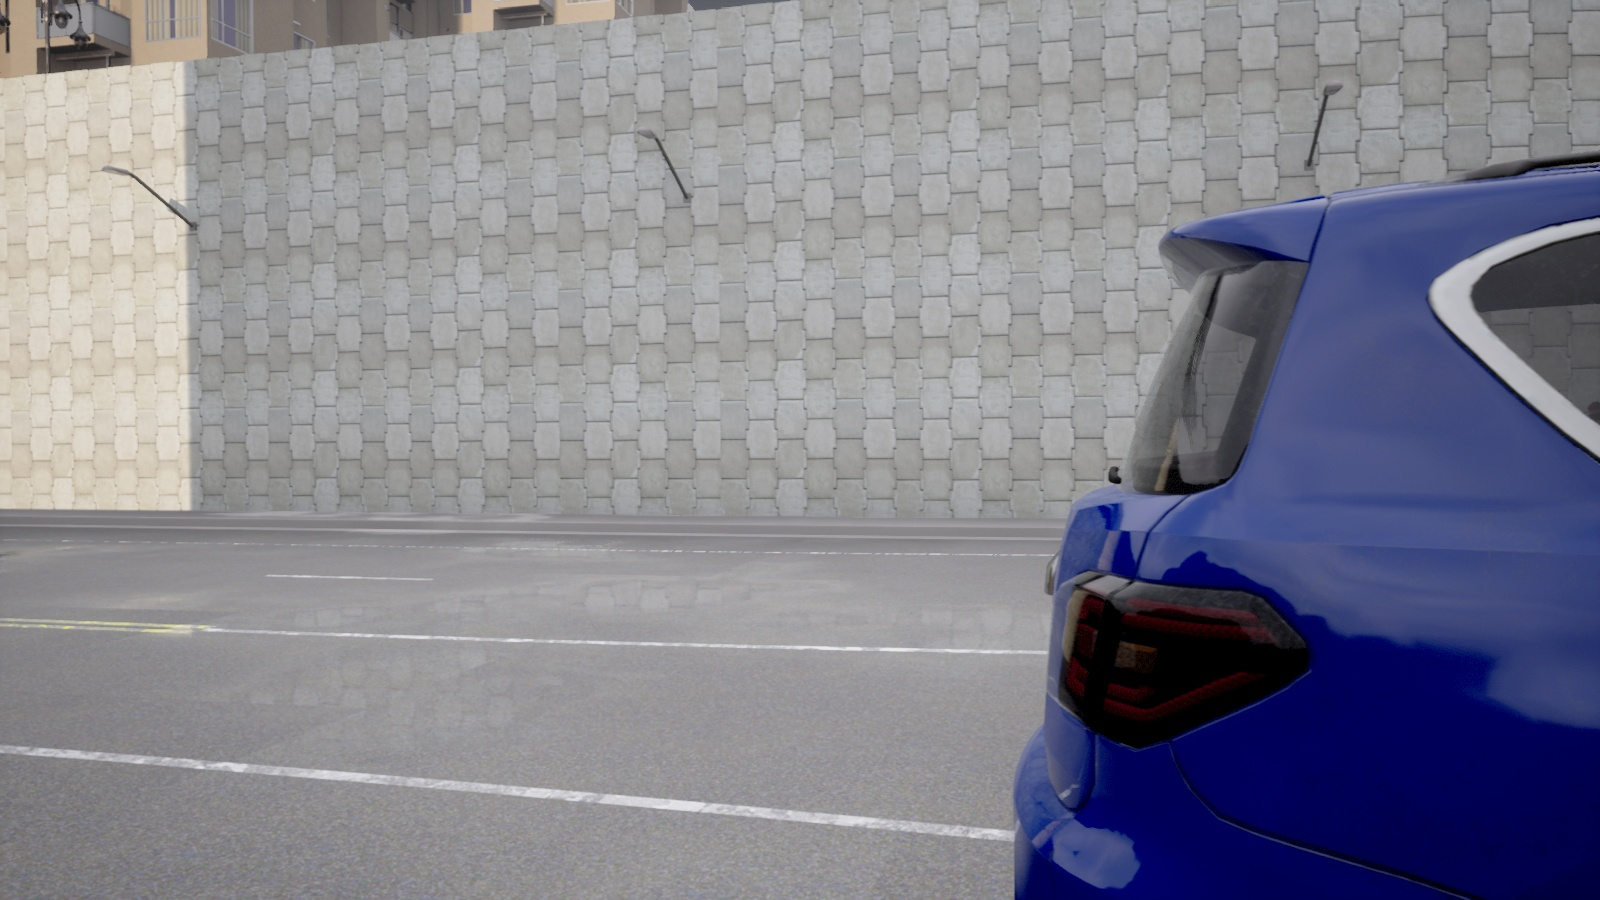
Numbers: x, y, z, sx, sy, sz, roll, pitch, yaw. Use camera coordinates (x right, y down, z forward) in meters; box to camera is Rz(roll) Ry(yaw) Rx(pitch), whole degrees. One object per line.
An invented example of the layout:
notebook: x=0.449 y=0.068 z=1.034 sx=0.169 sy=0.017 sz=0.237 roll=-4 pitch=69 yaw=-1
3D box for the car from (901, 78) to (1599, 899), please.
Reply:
car: x=3.144 y=0.516 z=2.115 sx=5.566 sy=2.045 sz=2.150 roll=0 pitch=1 yaw=19
